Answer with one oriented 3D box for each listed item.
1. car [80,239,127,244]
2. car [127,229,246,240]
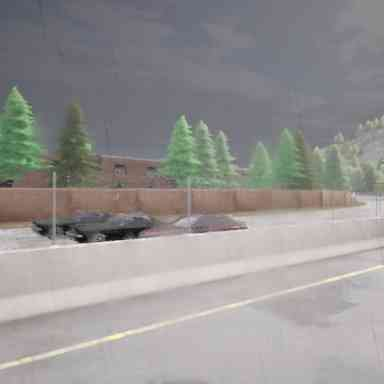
[{"bbox_3d":[-3.008,1.613,14.741,4.718,1.301,1.895,0,0,-35],"label":"car"},{"bbox_3d":[0.168,1.540,12.709,4.674,1.442,1.812,0,0,-35],"label":"car"}]
